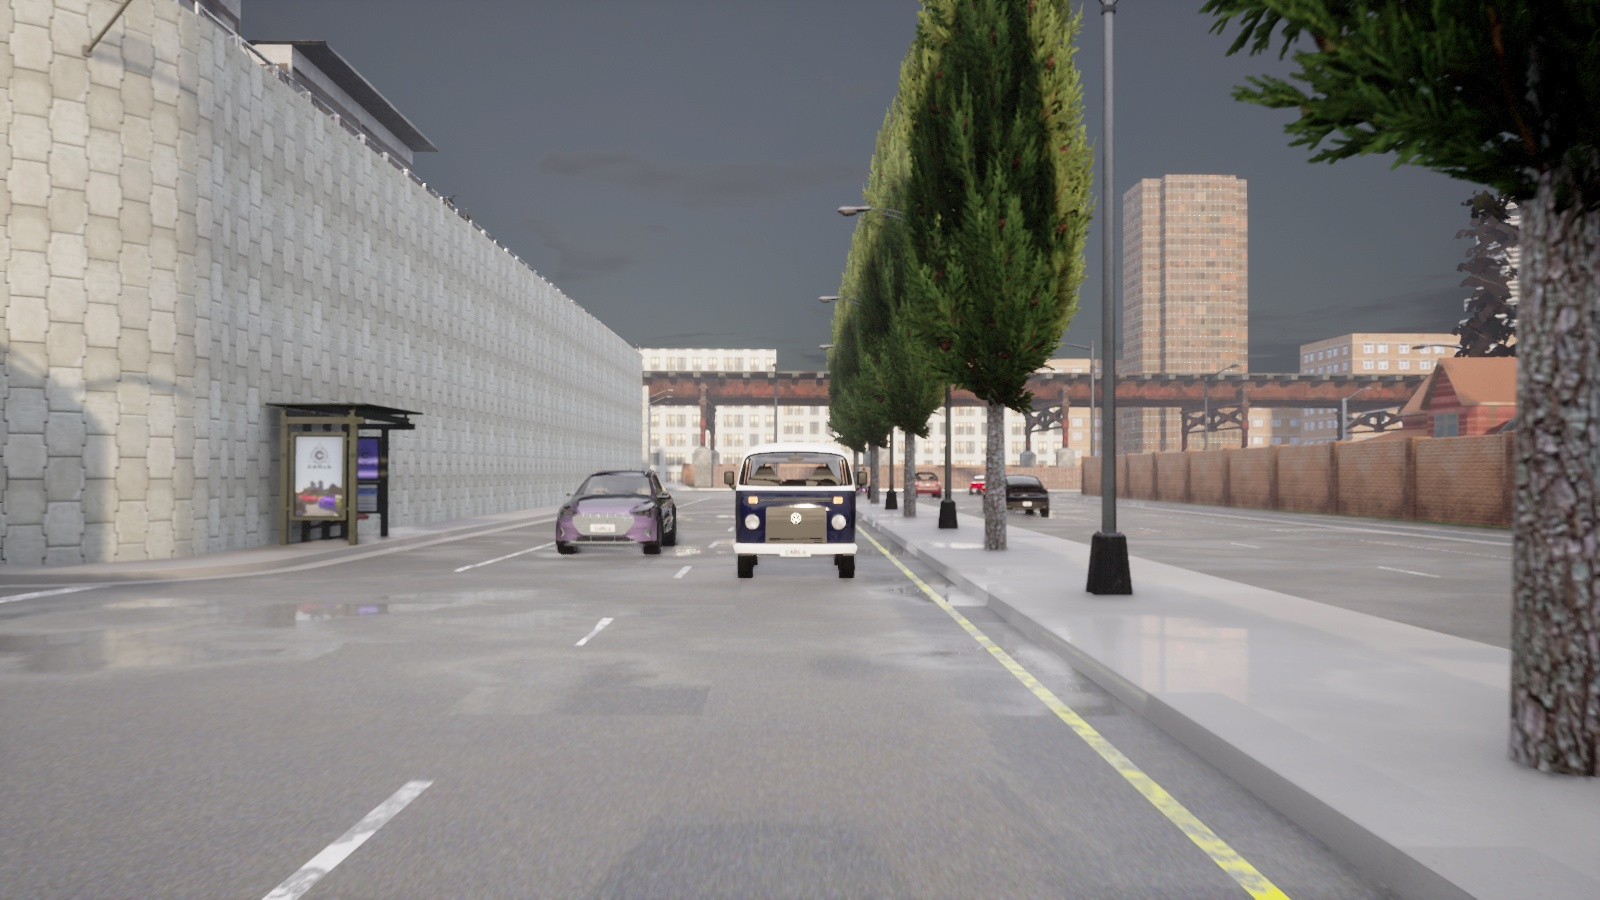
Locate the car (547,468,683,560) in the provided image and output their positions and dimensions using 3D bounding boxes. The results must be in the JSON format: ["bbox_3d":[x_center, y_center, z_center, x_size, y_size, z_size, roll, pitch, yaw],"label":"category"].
[{"bbox_3d":[-3.576,1.201,25.192,2.033,1.649,4.856,0,-1,0],"label":"car"}]

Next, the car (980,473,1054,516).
[{"bbox_3d":[7.864,1.585,46.006,1.837,1.490,4.892,0,-1,0],"label":"car"}]

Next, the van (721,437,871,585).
[{"bbox_3d":[-0.061,0.882,19.618,2.069,2.038,4.480,0,-1,0],"label":"van"}]

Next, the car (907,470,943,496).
[{"bbox_3d":[7.769,2.041,78.318,1.851,1.617,3.988,0,-1,0],"label":"car"}]

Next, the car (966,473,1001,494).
[{"bbox_3d":[12.866,2.341,87.917,1.481,1.376,2.207,-3,-2,40],"label":"car"}]
